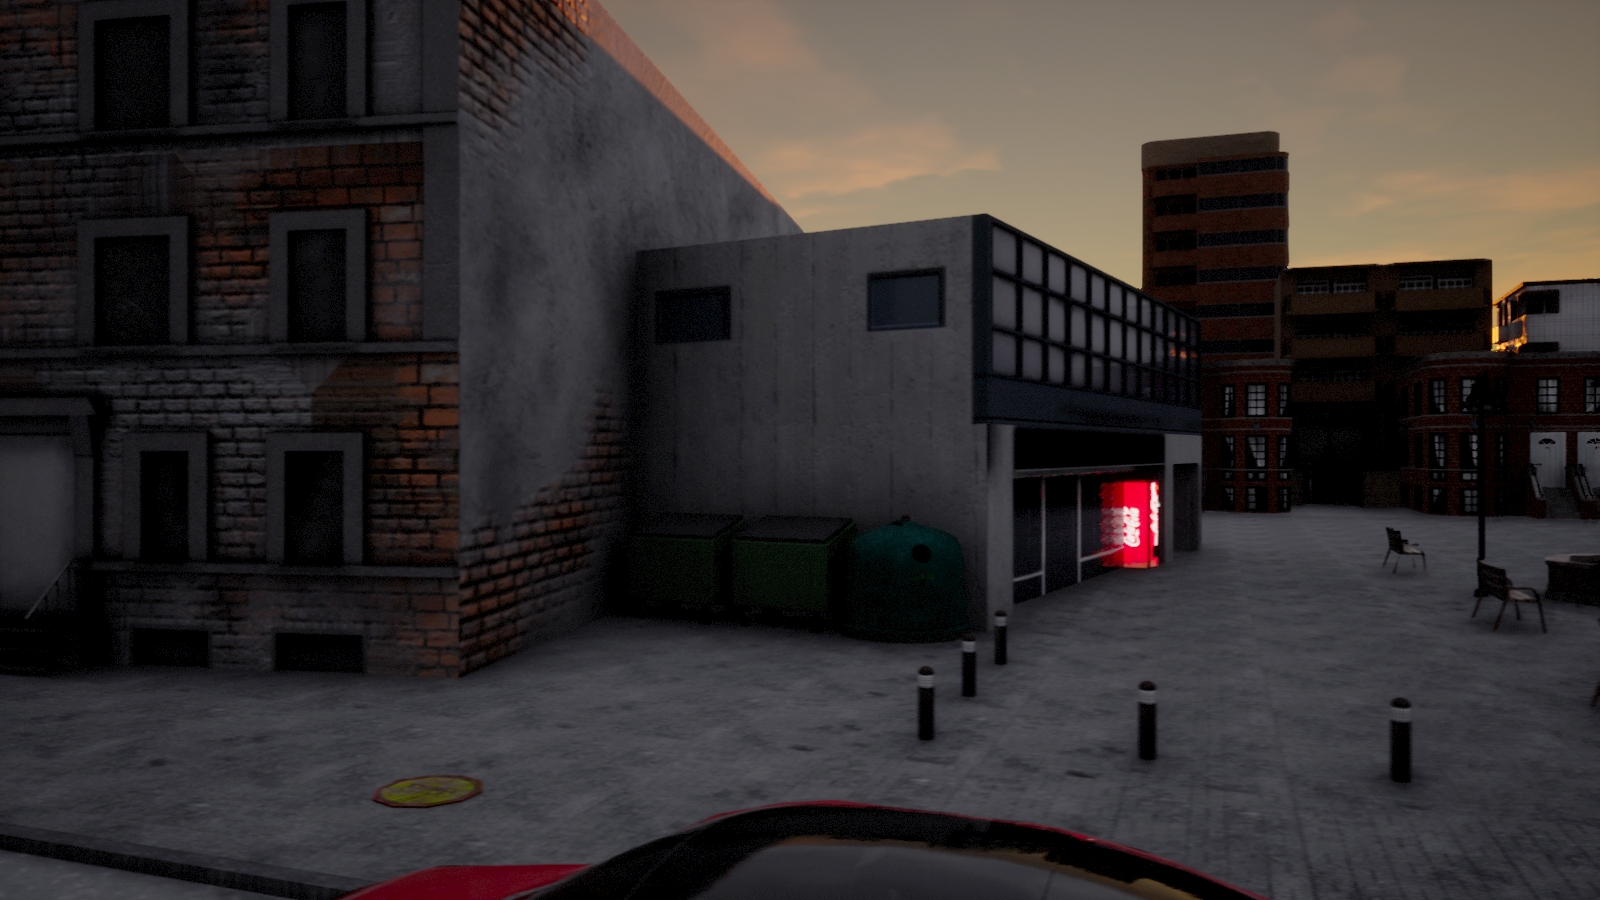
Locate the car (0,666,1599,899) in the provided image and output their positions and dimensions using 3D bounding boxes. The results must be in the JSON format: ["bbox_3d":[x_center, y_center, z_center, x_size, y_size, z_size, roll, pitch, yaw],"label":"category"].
[{"bbox_3d":[-0.063,1.842,3.857,4.892,1.480,2.231,0,0,20],"label":"car"}]
